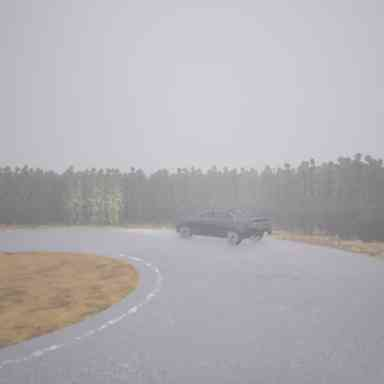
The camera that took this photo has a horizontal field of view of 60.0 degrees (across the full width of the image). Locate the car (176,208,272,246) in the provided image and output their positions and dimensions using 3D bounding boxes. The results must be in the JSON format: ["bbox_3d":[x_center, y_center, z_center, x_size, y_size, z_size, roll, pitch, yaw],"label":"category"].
[{"bbox_3d":[1.311,1.494,15.455,4.902,1.511,2.128,0,0,44],"label":"car"}]
